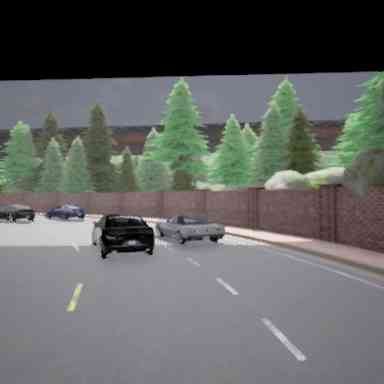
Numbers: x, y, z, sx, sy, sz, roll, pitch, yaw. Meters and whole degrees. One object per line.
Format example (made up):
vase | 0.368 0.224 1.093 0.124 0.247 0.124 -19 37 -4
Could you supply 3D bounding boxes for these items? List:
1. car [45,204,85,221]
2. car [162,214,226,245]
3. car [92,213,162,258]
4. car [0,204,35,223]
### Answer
car | -11.674 1.838 30.668 4.674 1.442 1.812 -1 -1 39
car | -0.286 1.713 16.311 1.895 1.301 4.718 0 0 -24
car | -2.948 1.597 13.623 1.882 1.535 5.008 0 -1 -22
car | -15.770 1.846 29.372 4.892 1.490 1.837 -1 -1 35
